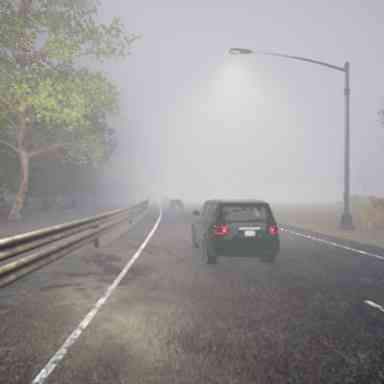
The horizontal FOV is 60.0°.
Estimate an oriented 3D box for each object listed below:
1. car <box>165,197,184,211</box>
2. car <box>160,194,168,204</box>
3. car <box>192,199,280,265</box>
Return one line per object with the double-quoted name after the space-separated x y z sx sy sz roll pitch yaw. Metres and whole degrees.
-2.061 1.612 41.768 1.837 1.490 4.892 0 0 -6 "car"
-5.179 1.699 69.263 1.837 1.490 4.892 0 -1 -6 "car"
1.321 1.258 12.011 2.150 2.045 5.566 0 0 -6 "car"
